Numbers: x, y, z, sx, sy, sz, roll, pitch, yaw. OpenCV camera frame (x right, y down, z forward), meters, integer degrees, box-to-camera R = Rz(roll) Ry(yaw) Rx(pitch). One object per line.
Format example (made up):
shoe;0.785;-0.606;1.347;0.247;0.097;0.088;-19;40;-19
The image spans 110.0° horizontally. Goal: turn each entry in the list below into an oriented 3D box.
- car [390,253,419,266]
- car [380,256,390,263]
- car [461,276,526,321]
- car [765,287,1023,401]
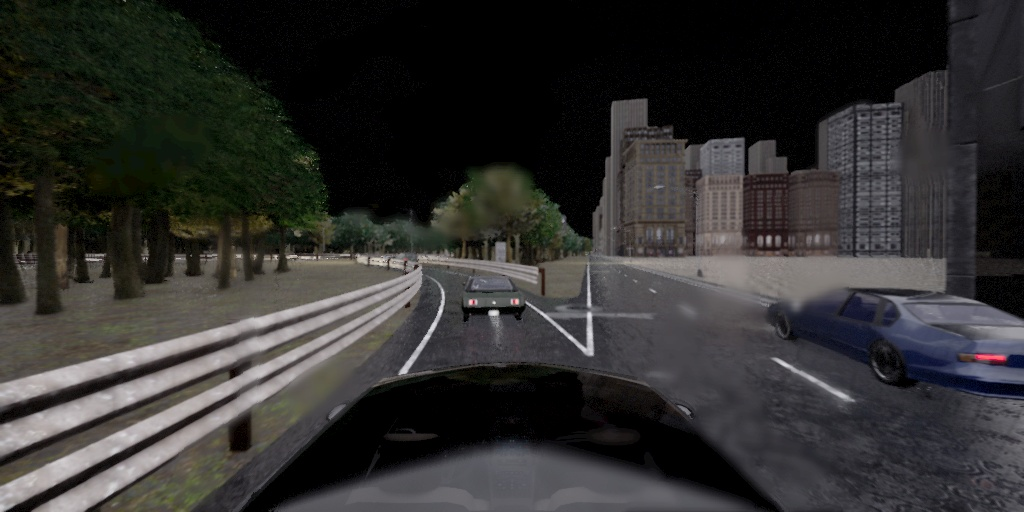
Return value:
car;-14.621;0.558;49.514;2.150;2.045;5.566;0;1;-34
car;-20.319;0.679;58.496;1.812;1.442;4.674;0;1;-27
car;-0.785;1.341;12.513;1.895;1.301;4.718;0;0;-7
car;6.924;1.300;6.675;2.033;1.411;5.357;0;0;12
